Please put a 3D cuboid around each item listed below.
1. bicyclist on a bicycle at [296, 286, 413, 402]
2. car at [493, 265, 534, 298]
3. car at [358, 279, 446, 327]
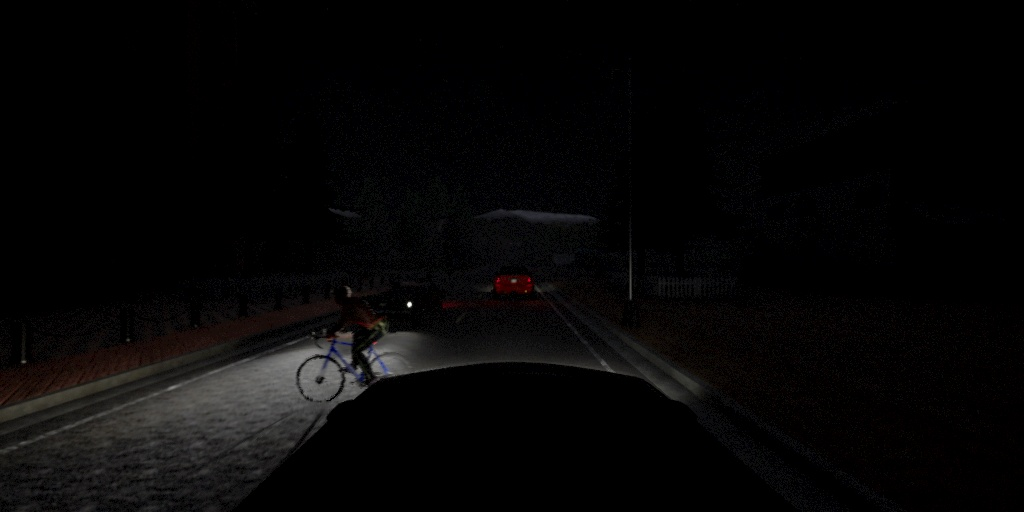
[{"bbox_3d":[-2.194,1.238,4.986,1.656,1.620,0.582,-2,-1,0],"label":"bicyclist on a bicycle"},{"bbox_3d":[0.093,1.295,19.999,2.097,1.767,4.553,0,-1,0],"label":"car"},{"bbox_3d":[-3.582,1.461,12.180,1.895,1.301,4.718,0,-1,0],"label":"car"}]
